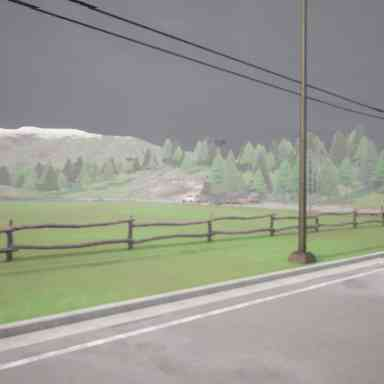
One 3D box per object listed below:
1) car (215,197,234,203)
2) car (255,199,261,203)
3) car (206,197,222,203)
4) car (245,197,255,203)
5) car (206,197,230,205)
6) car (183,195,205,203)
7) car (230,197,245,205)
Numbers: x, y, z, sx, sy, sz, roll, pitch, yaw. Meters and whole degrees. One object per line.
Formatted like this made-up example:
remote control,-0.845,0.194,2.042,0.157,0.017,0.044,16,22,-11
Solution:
car,8.559,2.130,87.950,2.033,1.411,5.357,1,0,-35
car,14.399,2.241,79.640,1.895,1.301,4.718,1,0,-35
car,5.696,2.103,85.937,1.994,1.385,4.181,1,0,-35
car,11.617,1.962,77.516,2.097,1.767,4.553,1,0,-35
car,5.753,2.081,73.684,1.994,1.385,4.181,1,0,-35
car,-0.046,1.703,81.939,2.150,2.045,5.566,1,0,-35
car,8.850,2.108,75.363,2.033,1.411,5.357,1,0,-35
